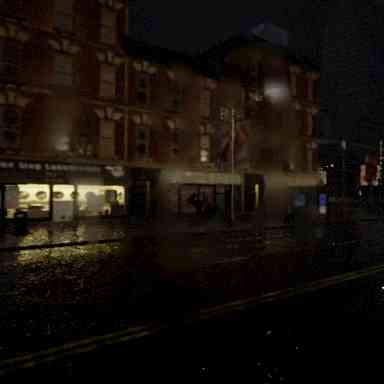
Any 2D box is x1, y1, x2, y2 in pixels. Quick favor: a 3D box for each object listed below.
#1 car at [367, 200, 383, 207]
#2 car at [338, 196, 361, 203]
[{"bbox_3d":[33.841,2.068,59.916,1.895,1.301,4.718,0,0,-9],"label":"car"},{"bbox_3d":[29.674,1.532,62.596,2.097,1.767,4.553,0,0,-15],"label":"car"}]
